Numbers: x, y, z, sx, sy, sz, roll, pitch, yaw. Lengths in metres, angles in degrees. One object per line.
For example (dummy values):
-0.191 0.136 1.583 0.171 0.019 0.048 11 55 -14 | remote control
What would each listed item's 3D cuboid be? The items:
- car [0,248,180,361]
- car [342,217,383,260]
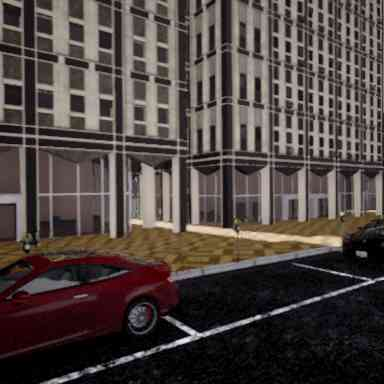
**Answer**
-2.157 1.581 5.029 4.206 1.307 1.802 0 -1 -35 | car
7.030 1.550 11.577 4.313 1.339 1.947 0 0 -35 | car
